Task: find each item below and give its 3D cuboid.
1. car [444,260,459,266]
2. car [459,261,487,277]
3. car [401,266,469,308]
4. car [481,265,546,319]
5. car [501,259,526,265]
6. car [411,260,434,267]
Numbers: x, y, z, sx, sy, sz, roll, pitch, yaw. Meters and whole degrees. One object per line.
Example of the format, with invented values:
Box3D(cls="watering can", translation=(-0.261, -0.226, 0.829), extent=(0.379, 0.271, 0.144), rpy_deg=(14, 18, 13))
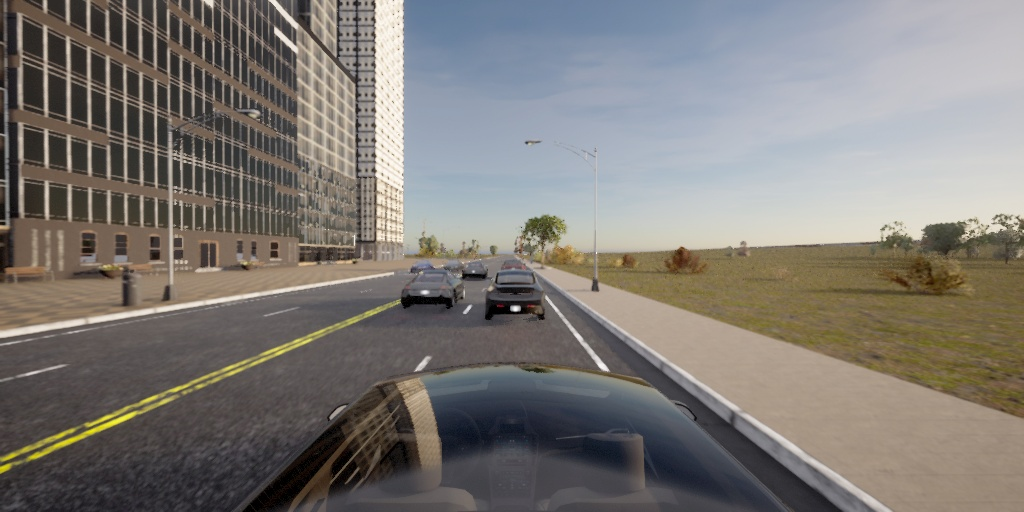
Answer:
Box3D(cls="car", translation=(-6.585, 1.164, 40.464), extent=(1.812, 1.442, 4.674), rpy_deg=(0, 0, 0))
Box3D(cls="car", translation=(-3.148, 1.229, 31.325), extent=(1.994, 1.385, 4.181), rpy_deg=(0, 0, 0))
Box3D(cls="car", translation=(-3.148, 1.276, 14.969), extent=(1.994, 1.385, 4.181), rpy_deg=(0, 0, 0))
Box3D(cls="car", translation=(0.102, 1.224, 12.553), extent=(1.837, 1.490, 4.892), rpy_deg=(0, 0, 0))
Box3D(cls="car", translation=(0.104, 1.020, 30.440), extent=(2.097, 1.767, 4.553), rpy_deg=(0, 0, 0))
Box3D(cls="car", translation=(-9.836, 1.167, 39.649), extent=(1.812, 1.442, 4.674), rpy_deg=(0, 0, 0))
